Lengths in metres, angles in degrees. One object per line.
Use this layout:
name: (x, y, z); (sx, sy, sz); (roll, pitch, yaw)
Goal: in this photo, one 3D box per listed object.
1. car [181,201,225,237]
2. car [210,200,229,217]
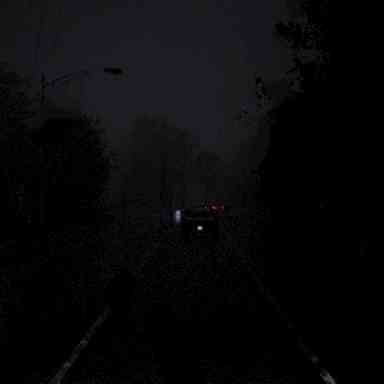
car: (0.456, 1.478, 17.919); (2.128, 1.511, 4.902); (0, 0, 2)
car: (2.569, 1.602, 33.870); (2.097, 1.767, 4.553); (-1, -1, 12)
